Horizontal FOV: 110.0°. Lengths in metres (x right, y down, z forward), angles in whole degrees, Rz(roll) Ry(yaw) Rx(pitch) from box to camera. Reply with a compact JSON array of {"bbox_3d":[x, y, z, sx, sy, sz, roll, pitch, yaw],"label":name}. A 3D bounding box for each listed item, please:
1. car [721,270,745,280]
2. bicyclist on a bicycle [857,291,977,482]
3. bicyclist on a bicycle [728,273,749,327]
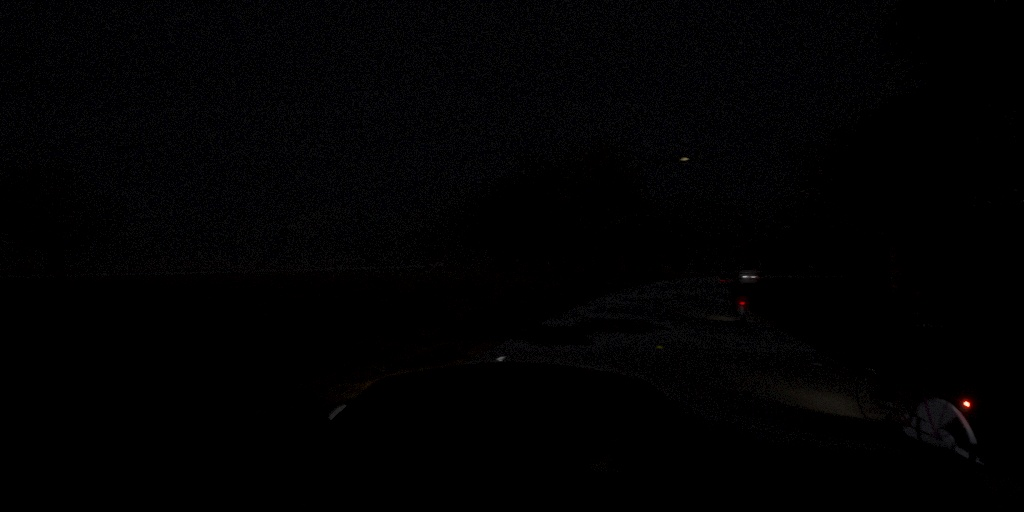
[{"bbox_3d":[31.500,2.724,51.472,1.895,1.301,4.718,1,-1,41],"label":"car"},{"bbox_3d":[4.354,1.264,3.991,0.659,1.776,1.843,1,-1,21],"label":"bicyclist on a bicycle"},{"bbox_3d":[7.681,1.453,12.188,0.659,1.776,1.843,1,-1,24],"label":"bicyclist on a bicycle"}]
